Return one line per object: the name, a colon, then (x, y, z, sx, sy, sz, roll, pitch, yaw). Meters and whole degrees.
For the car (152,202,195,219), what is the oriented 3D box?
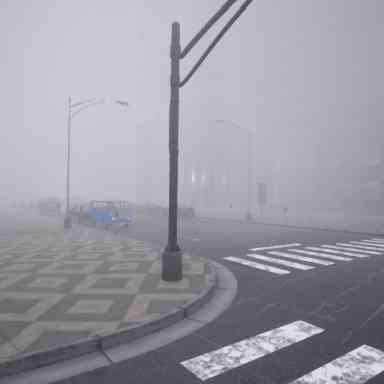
car: (-1.479, 1.710, 30.660, 1.887, 1.381, 4.507, 1, -1, -35)

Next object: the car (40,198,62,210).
car: (-19.740, 1.659, 46.485, 1.837, 1.490, 4.892, 1, -1, -35)

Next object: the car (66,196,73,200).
car: (-20.622, 1.608, 57.728, 2.192, 1.841, 5.009, 1, -1, -35)

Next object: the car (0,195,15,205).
car: (-37.075, 1.732, 66.204, 1.752, 1.417, 4.829, 1, -1, -35)

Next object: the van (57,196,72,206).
van: (-23.812, 1.656, 62.238, 1.690, 1.788, 3.998, 1, -1, -35)

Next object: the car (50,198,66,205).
car: (-27.005, 1.887, 66.747, 2.008, 1.369, 4.403, 1, -1, -35)

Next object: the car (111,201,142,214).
car: (-7.860, 1.752, 39.681, 1.887, 1.381, 4.507, 1, -1, -35)

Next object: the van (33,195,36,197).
van: (-36.575, 1.742, 80.282, 1.690, 1.788, 3.998, 1, -1, -35)

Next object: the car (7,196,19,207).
car: (-27.607, 1.693, 52.808, 2.008, 1.369, 4.403, 1, -1, -35)

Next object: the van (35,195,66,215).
van: (-14.850, 1.398, 34.762, 1.690, 1.788, 3.998, 1, -1, -35)

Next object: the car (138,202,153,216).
car: (-4.670, 1.731, 35.170, 1.887, 1.381, 4.507, 1, -1, -35)

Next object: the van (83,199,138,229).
van: (-5.283, 1.336, 21.227, 1.690, 1.788, 3.998, 1, -1, -35)

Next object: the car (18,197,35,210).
car: (-21.230, 1.682, 43.784, 1.802, 1.307, 4.206, 1, -1, -35)

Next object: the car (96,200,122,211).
car: (-11.149, 1.755, 44.331, 1.752, 1.417, 4.829, 1, -1, -35)

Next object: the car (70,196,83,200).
car: (-17.433, 1.816, 53.214, 1.887, 1.381, 4.507, 1, -1, -35)

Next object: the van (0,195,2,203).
van: (-46.738, 1.614, 79.880, 1.690, 1.788, 3.998, 1, -1, -35)

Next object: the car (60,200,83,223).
car: (-8.474, 1.560, 25.737, 1.887, 1.381, 4.507, 1, -1, -35)

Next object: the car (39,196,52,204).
car: (-33.386, 1.820, 75.771, 1.967, 1.590, 4.097, 1, -1, -35)

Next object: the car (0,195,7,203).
car: (-43.548, 1.566, 75.369, 2.192, 1.841, 5.009, 1, -1, -35)
